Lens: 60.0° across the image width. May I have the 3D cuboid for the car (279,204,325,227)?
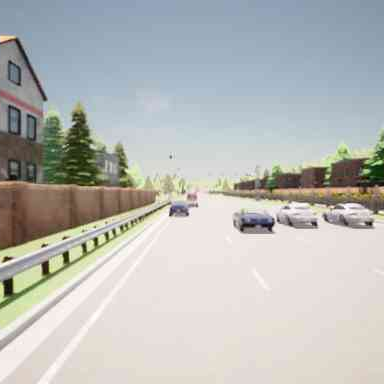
[{"bbox_3d":[7.094,1.514,22.799,1.812,1.442,4.674,0,0,0],"label":"car"}]

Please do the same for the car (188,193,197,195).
[{"bbox_3d":[0.022,1.211,63.962,2.150,2.045,5.566,0,0,0],"label":"car"}]

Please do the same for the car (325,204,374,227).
[{"bbox_3d":[10.594,1.513,22.739,1.812,1.442,4.674,0,0,0],"label":"car"}]

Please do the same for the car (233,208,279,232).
[{"bbox_3d":[3.606,1.591,20.260,1.895,1.301,4.718,0,0,0],"label":"car"}]

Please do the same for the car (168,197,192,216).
[{"bbox_3d":[-1.215,1.511,32.016,1.812,1.442,4.674,0,0,0],"label":"car"}]

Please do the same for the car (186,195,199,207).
[{"bbox_3d":[0.021,1.578,49.350,1.895,1.301,4.718,0,0,0],"label":"car"}]
